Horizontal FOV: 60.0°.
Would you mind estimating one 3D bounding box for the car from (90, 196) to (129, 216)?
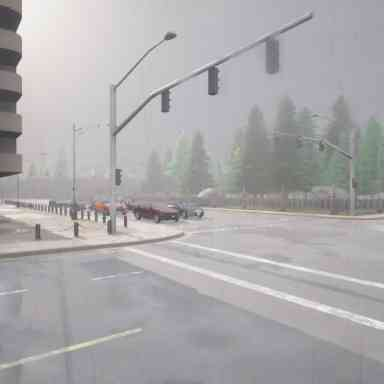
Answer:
[{"bbox_3d":[-8.343,1.407,33.925,2.097,1.767,4.553,0,0,-36],"label":"car"}]

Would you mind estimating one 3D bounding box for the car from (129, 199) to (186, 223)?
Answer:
[{"bbox_3d":[-2.876,1.533,26.530,1.882,1.535,5.008,0,0,-36],"label":"car"}]

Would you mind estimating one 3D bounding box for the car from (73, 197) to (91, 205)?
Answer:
[{"bbox_3d":[-20.823,1.656,62.939,1.895,1.301,4.718,0,0,-36],"label":"car"}]

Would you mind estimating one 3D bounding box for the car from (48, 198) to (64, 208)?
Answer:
[{"bbox_3d":[-20.040,1.603,49.838,2.033,1.411,5.357,0,0,-36],"label":"car"}]

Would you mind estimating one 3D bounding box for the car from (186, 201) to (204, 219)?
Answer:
[{"bbox_3d":[-0.891,1.547,29.735,2.128,1.511,4.902,0,0,-36],"label":"car"}]

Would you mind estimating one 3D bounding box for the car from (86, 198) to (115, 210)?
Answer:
[{"bbox_3d":[-12.572,1.603,45.560,2.033,1.411,5.357,0,0,-36],"label":"car"}]

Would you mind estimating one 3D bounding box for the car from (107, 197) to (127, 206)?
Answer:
[{"bbox_3d":[-13.245,1.581,58.590,1.812,1.442,4.674,0,0,-36],"label":"car"}]

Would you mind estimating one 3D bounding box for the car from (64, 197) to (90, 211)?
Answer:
[{"bbox_3d":[-13.770,1.547,41.287,2.128,1.511,4.902,0,0,-36],"label":"car"}]

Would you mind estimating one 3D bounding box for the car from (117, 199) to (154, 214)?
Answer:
[{"bbox_3d":[-6.407,1.547,37.203,2.128,1.511,4.902,0,0,-36],"label":"car"}]

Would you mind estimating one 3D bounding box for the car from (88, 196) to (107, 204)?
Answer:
[{"bbox_3d":[-18.755,1.547,66.031,2.128,1.511,4.902,0,0,-36],"label":"car"}]
